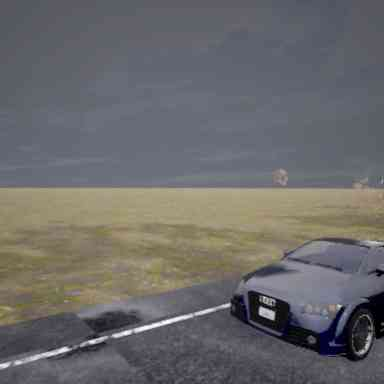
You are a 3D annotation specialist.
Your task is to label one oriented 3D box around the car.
[{"bbox_3d":[2.691,1.540,5.913,4.181,1.385,1.994,0,0,-35],"label":"car"}]
